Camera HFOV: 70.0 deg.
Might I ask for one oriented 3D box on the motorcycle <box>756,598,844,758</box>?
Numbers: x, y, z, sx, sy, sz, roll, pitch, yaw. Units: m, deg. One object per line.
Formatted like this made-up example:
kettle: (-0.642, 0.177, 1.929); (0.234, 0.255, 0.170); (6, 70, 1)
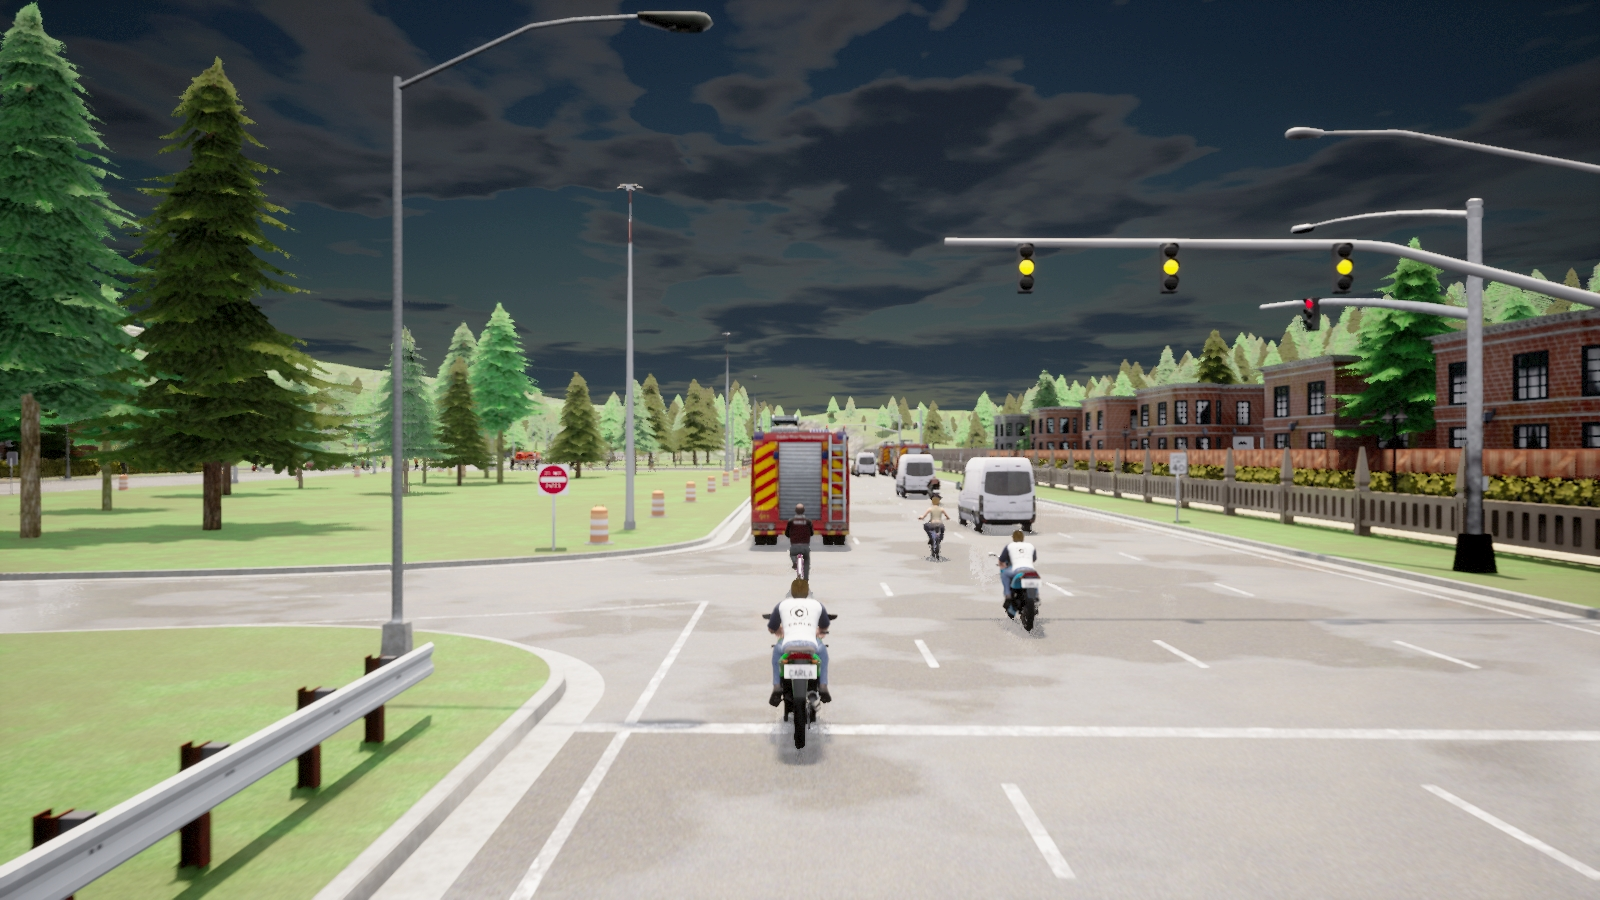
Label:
motorcycle: (-0.001, 2.191, 11.351); (0.803, 1.199, 2.033); (0, 0, 0)

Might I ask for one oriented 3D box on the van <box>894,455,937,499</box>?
van: (6.992, 1.570, 69.740); (1.988, 2.561, 5.915); (0, 0, 0)

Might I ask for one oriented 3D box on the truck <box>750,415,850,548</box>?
truck: (-0.006, 0.910, 37.178); (2.891, 3.827, 8.468); (0, 0, 0)

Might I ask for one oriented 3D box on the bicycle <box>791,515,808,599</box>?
bicycle: (-0.007, 2.072, 22.409); (0.329, 1.471, 1.835); (0, 0, 0)

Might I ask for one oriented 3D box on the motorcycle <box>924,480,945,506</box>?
motorcycle: (6.997, 2.235, 59.471); (0.867, 1.251, 2.209); (0, 0, 0)

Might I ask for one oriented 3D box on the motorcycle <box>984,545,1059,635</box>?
motorcycle: (3.498, 2.195, 18.249); (0.803, 1.199, 2.033); (0, -1, 0)

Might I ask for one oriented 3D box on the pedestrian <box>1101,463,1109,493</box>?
pedestrian: (19.105, 1.733, 71.534); (0.375, 1.860, 0.375); (0, 0, 1)

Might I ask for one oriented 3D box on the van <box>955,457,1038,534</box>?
van: (6.994, 1.555, 41.327); (1.988, 2.561, 5.915); (0, 0, 0)

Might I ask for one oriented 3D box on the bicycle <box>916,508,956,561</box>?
bicycle: (3.499, 2.173, 29.609); (0.859, 1.277, 1.487); (0, 0, 0)
